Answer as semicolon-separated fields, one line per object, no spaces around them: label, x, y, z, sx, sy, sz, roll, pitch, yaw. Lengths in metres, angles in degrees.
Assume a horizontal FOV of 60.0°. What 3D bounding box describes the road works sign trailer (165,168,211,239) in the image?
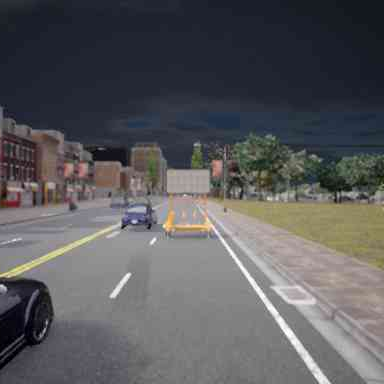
road works sign trailer;-0.194;0.502;17.690;2.380;3.560;2.880;0;0;-1

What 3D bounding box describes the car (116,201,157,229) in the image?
car;-3.389;1.565;21.754;1.812;1.442;4.674;0;0;-1

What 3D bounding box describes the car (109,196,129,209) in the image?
car;-10.341;1.422;47.629;2.097;1.767;4.553;0;0;0

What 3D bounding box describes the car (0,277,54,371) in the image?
car;-3.202;1.565;3.687;1.994;1.385;4.181;0;0;-1

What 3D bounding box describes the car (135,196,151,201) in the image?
car;-7.091;1.429;47.663;2.097;1.767;4.553;0;0;0
